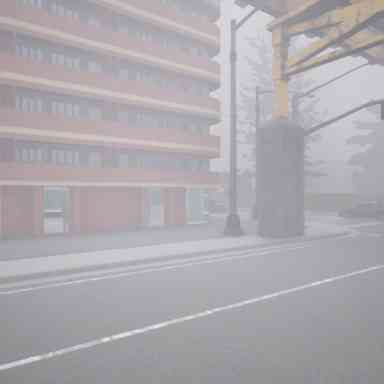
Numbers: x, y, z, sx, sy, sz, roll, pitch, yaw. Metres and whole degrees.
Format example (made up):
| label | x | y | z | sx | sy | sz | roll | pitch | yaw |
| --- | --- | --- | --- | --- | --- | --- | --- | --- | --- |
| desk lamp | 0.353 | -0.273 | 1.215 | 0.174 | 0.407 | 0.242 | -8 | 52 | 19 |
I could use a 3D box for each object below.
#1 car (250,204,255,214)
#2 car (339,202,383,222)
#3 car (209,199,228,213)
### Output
| label | x | y | z | sx | sy | sz | roll | pitch | yaw |
| --- | --- | --- | --- | --- | --- | --- | --- | --- | --- |
| car | 7.337 | 1.472 | 29.196 | 1.882 | 1.535 | 5.008 | 0 | 0 | -35 |
| car | 13.927 | 1.518 | 26.079 | 1.812 | 1.442 | 4.674 | 0 | 0 | -36 |
| car | 1.939 | 1.520 | 36.865 | 1.812 | 1.442 | 4.674 | 0 | 0 | -35 |
